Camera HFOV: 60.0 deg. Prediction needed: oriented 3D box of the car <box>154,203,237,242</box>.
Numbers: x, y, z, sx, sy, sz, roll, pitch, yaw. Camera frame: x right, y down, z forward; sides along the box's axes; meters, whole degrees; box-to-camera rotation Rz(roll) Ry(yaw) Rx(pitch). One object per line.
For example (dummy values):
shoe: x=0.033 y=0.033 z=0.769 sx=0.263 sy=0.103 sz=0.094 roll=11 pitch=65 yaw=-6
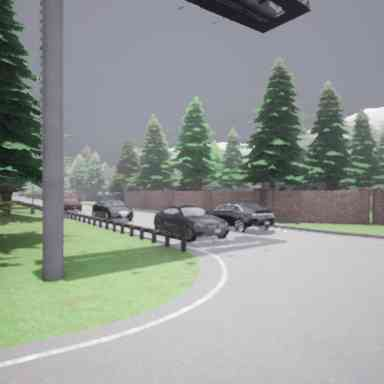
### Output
car: x=-0.205 y=1.347 z=15.593 sx=1.812 sy=1.442 sz=4.674 roll=0 pitch=0 yaw=-33

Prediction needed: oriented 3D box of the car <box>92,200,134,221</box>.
car: x=-5.867 y=1.312 z=24.299 sx=2.128 sy=1.511 sz=4.902 roll=0 pitch=0 yaw=-33

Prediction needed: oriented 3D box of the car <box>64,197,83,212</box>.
car: x=-13.141 y=1.296 z=35.507 sx=1.882 sy=1.535 sz=5.008 roll=0 pitch=0 yaw=-33

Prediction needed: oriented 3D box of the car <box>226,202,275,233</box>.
car: x=2.385 y=1.312 z=18.478 sx=2.128 sy=1.511 sz=4.902 roll=0 pitch=0 yaw=-33
